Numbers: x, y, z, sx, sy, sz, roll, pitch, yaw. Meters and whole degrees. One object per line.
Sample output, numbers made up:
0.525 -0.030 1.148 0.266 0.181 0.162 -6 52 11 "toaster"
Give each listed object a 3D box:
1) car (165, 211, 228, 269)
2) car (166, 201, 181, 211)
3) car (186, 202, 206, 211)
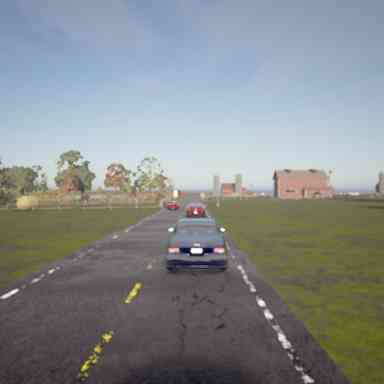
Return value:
0.157 1.604 11.287 2.033 1.411 5.357 0 0 1 "car"
-2.464 1.808 44.771 1.895 1.301 4.718 0 0 1 "car"
0.358 1.679 32.044 1.812 1.442 4.674 0 0 1 "car"
